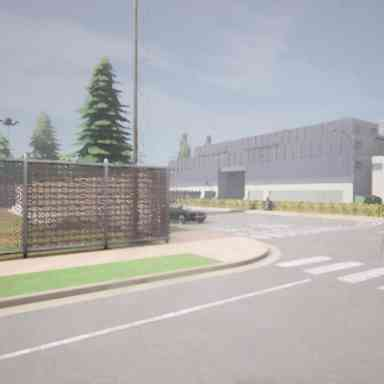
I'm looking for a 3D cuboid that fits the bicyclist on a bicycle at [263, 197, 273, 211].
[{"bbox_3d":[8.640,1.376,37.713,1.656,1.620,0.582,0,0,-35],"label":"bicyclist on a bicycle"}]

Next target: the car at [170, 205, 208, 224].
[{"bbox_3d":[-0.875,1.646,25.187,1.895,1.301,4.718,0,0,-35],"label":"car"}]
